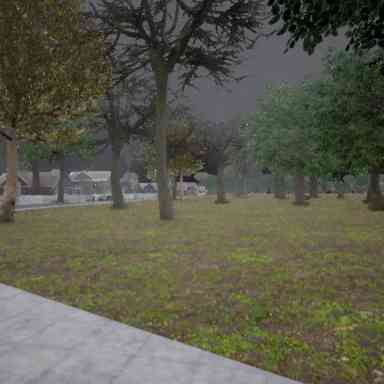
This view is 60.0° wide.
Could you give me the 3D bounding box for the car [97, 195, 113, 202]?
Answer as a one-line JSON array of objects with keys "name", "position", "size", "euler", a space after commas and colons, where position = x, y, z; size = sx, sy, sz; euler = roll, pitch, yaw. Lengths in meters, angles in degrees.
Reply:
[{"name": "car", "position": [-17.332, 1.278, 66.369], "size": [1.994, 1.385, 4.181], "euler": [0, 0, 13]}]
